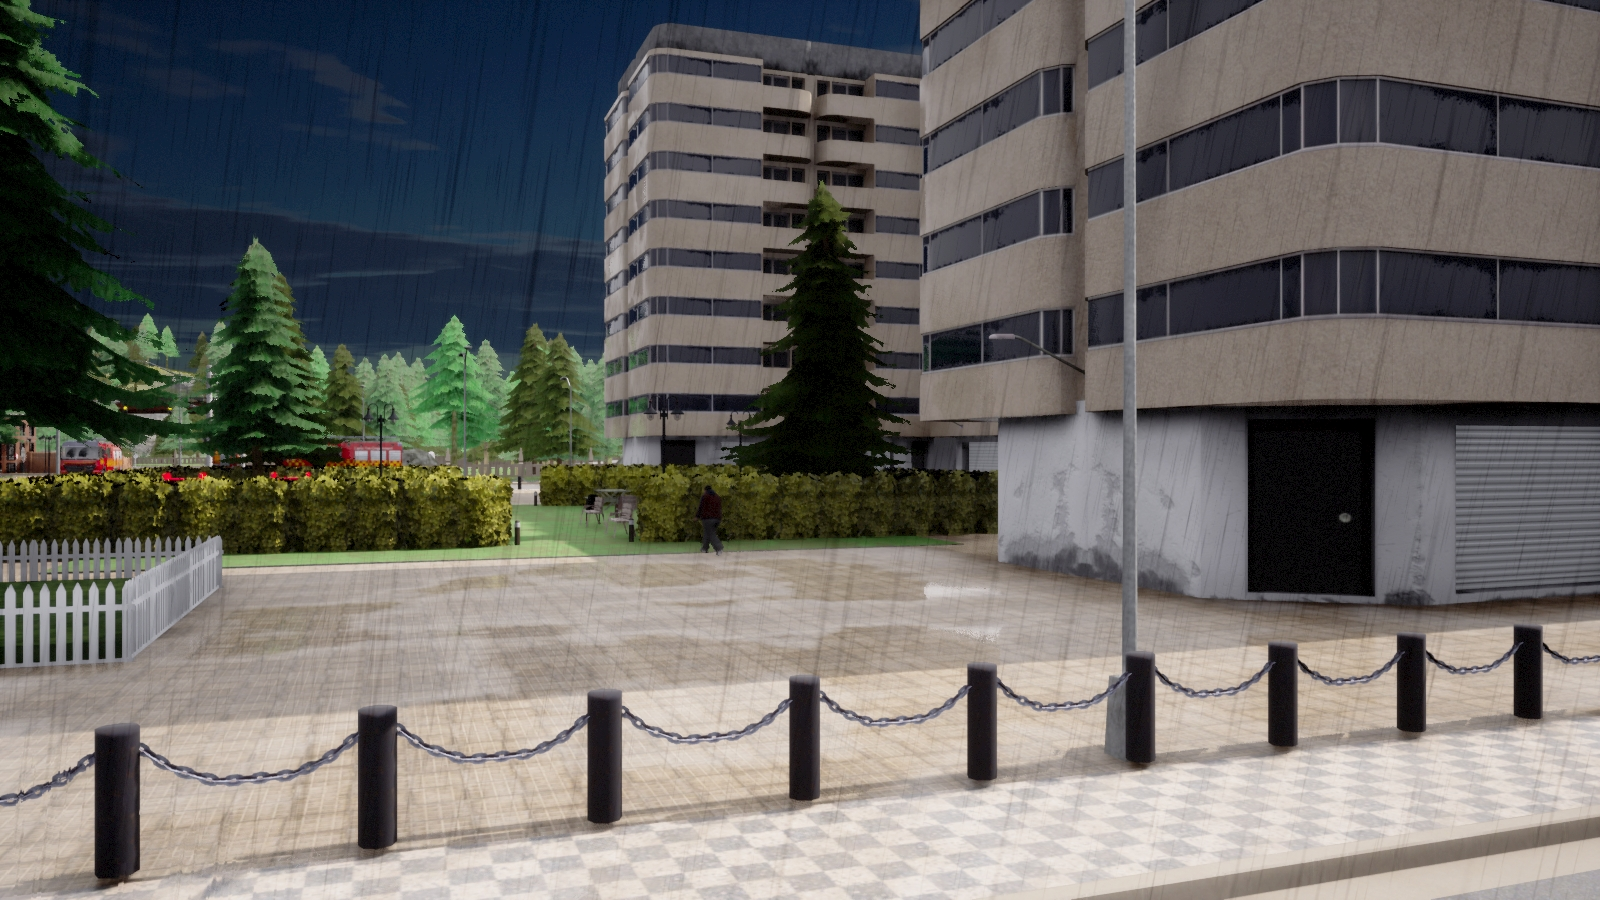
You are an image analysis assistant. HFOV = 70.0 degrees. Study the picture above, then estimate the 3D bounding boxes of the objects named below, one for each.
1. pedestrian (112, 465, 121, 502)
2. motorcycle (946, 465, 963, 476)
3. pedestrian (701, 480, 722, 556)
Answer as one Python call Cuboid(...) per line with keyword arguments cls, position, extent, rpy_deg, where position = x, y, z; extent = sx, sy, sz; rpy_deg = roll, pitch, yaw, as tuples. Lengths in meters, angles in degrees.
Cuboid(cls="pedestrian", position=(-34.407, 1.695, 57.522), extent=(0.375, 1.860, 0.375), rpy_deg=(0, 0, -23))
Cuboid(cls="motorcycle", position=(16.084, 2.131, 119.009), extent=(0.803, 1.199, 2.033), rpy_deg=(0, 0, -20))
Cuboid(cls="pedestrian", position=(-2.208, 1.677, 28.416), extent=(0.375, 1.860, 0.375), rpy_deg=(0, 0, -43))
